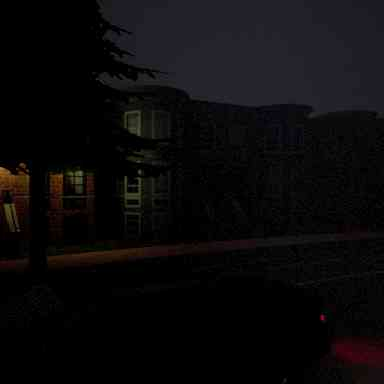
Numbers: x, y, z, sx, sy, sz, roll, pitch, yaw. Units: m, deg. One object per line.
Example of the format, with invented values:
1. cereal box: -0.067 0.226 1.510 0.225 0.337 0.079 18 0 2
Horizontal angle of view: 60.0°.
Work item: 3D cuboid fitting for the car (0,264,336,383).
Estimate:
1. car: -0.813 1.547 3.310 5.357 1.411 2.033 0 0 -34
